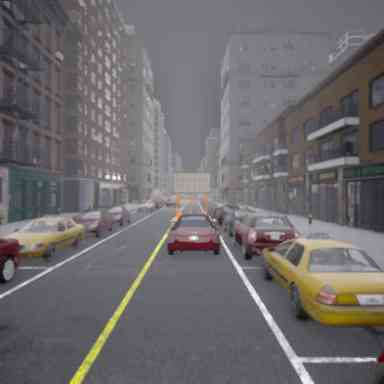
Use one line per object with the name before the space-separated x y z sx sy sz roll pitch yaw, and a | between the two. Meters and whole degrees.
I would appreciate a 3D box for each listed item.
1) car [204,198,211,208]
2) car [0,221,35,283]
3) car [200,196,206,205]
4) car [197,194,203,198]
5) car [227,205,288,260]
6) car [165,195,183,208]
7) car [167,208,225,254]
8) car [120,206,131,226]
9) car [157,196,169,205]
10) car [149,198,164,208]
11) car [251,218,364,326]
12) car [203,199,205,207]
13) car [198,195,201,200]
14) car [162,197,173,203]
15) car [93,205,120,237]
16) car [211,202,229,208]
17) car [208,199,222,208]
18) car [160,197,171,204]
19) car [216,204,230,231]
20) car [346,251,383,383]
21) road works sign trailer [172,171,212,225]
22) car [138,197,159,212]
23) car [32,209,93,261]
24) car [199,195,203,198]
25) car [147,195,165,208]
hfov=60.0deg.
car | 2.634 1.615 34.585 2.008 1.369 4.403 0 0 0
car | -5.388 1.556 6.988 1.887 1.381 4.507 0 0 0
car | 2.632 1.653 51.142 2.008 1.369 4.403 0 0 0
car | 2.630 1.580 67.699 1.967 1.590 4.097 0 0 0
car | 2.637 1.459 12.510 1.967 1.590 4.097 0 0 0
car | -2.836 1.577 49.929 1.882 1.535 5.008 0 0 0
car | 0.072 1.585 13.636 1.994 1.385 4.181 0 0 0
car | -5.390 1.622 23.542 1.802 1.307 4.206 0 0 0
car | -5.394 1.567 62.172 1.967 1.590 4.097 0 0 0
car | -5.393 1.684 51.134 1.802 1.307 4.206 0 0 0
car | 2.637 1.536 7.162 1.752 1.417 4.829 0 0 0
car | 2.633 1.659 40.104 1.802 1.307 4.206 0 0 0
car | 2.631 1.709 62.179 1.802 1.307 4.206 0 0 0
car | -5.395 1.703 73.207 2.008 1.369 4.403 0 0 0
car | -5.389 1.611 18.024 1.802 1.307 4.206 0 0 0
car | 2.635 1.606 23.547 1.947 1.339 4.313 0 0 0
car | 2.634 1.596 29.066 1.887 1.381 4.507 0 0 0
car | -5.395 1.665 67.519 1.752 1.417 4.829 0 0 0
car | 2.636 1.579 18.029 2.008 1.369 4.403 0 0 0
car | 2.638 1.443 1.473 1.967 1.590 4.097 0 0 0
road works sign trailer | -0.002 0.497 20.248 2.380 3.560 2.880 0 0 0
car | -5.388 1.602 39.929 1.752 1.417 4.829 0 0 0
car | -5.388 1.545 12.336 1.752 1.417 4.829 0 0 0
car | 2.631 1.665 56.660 2.008 1.369 4.403 0 0 0
car | -5.393 1.405 45.616 2.192 1.841 5.009 0 0 0
